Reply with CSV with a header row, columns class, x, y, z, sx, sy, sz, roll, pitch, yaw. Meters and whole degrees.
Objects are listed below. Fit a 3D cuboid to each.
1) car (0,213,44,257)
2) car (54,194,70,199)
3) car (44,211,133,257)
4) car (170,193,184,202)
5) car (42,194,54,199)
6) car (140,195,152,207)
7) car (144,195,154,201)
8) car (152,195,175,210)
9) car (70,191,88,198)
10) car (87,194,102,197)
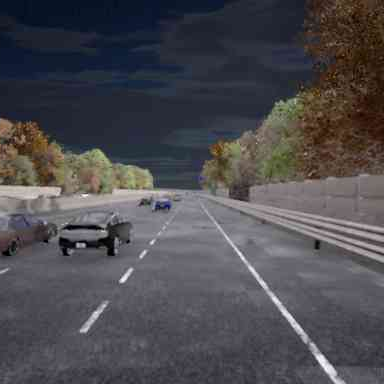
class,x,y,z,sx,sy,sz,roll,pitch,yaw
car,-7.002,1.504,12.750,2.033,1.411,5.357,0,0,0
car,-28.072,1.187,73.947,2.033,1.411,5.357,0,0,0
car,-3.507,1.473,12.918,2.128,1.511,4.902,0,0,0
car,-3.578,1.560,78.047,1.994,1.385,4.181,0,0,0
car,-31.572,1.148,73.943,2.128,1.511,4.902,0,0,0
car,-7.049,1.479,52.259,1.837,1.490,4.892,0,0,0
car,-10.582,1.439,81.876,1.882,1.535,5.008,0,0,0
car,-3.538,1.470,42.103,1.882,1.535,5.008,0,0,0
car,-24.570,0.896,73.922,2.150,2.045,5.566,0,0,0
car,-21.072,1.290,73.925,1.895,1.301,4.718,0,0,0
